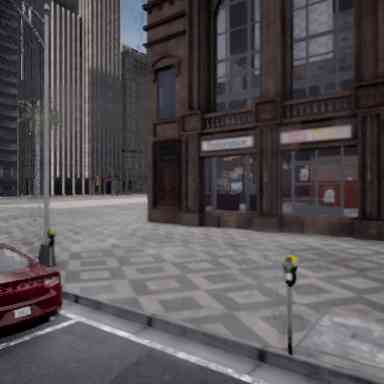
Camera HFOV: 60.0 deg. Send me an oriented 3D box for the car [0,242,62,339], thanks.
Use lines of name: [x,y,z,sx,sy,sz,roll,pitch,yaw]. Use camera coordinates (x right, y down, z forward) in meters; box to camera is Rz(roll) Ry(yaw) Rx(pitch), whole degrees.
car: [-4.183,1.544,5.947,4.507,1.381,1.887,0,0,35]
